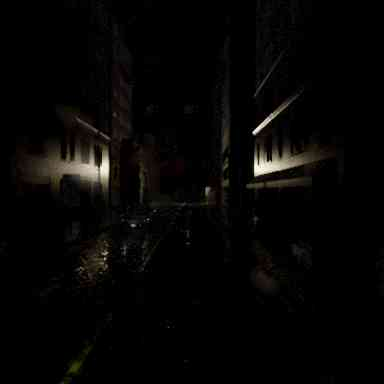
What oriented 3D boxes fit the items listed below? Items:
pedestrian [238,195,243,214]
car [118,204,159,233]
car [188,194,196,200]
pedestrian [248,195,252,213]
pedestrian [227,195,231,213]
[{"bbox_3d":[4.646,1.142,31.722,0.375,1.860,0.375,0,0,0],"label":"pedestrian"},{"bbox_3d":[-3.078,1.493,19.881,2.128,1.511,4.902,0,0,0],"label":"car"},{"bbox_3d":[0.029,1.466,88.525,1.812,1.442,4.674,0,0,0],"label":"car"},{"bbox_3d":[5.646,1.146,32.321,0.375,1.860,0.375,0,0,0],"label":"pedestrian"},{"bbox_3d":[3.646,1.140,32.922,0.375,1.860,0.375,0,0,0],"label":"pedestrian"}]
